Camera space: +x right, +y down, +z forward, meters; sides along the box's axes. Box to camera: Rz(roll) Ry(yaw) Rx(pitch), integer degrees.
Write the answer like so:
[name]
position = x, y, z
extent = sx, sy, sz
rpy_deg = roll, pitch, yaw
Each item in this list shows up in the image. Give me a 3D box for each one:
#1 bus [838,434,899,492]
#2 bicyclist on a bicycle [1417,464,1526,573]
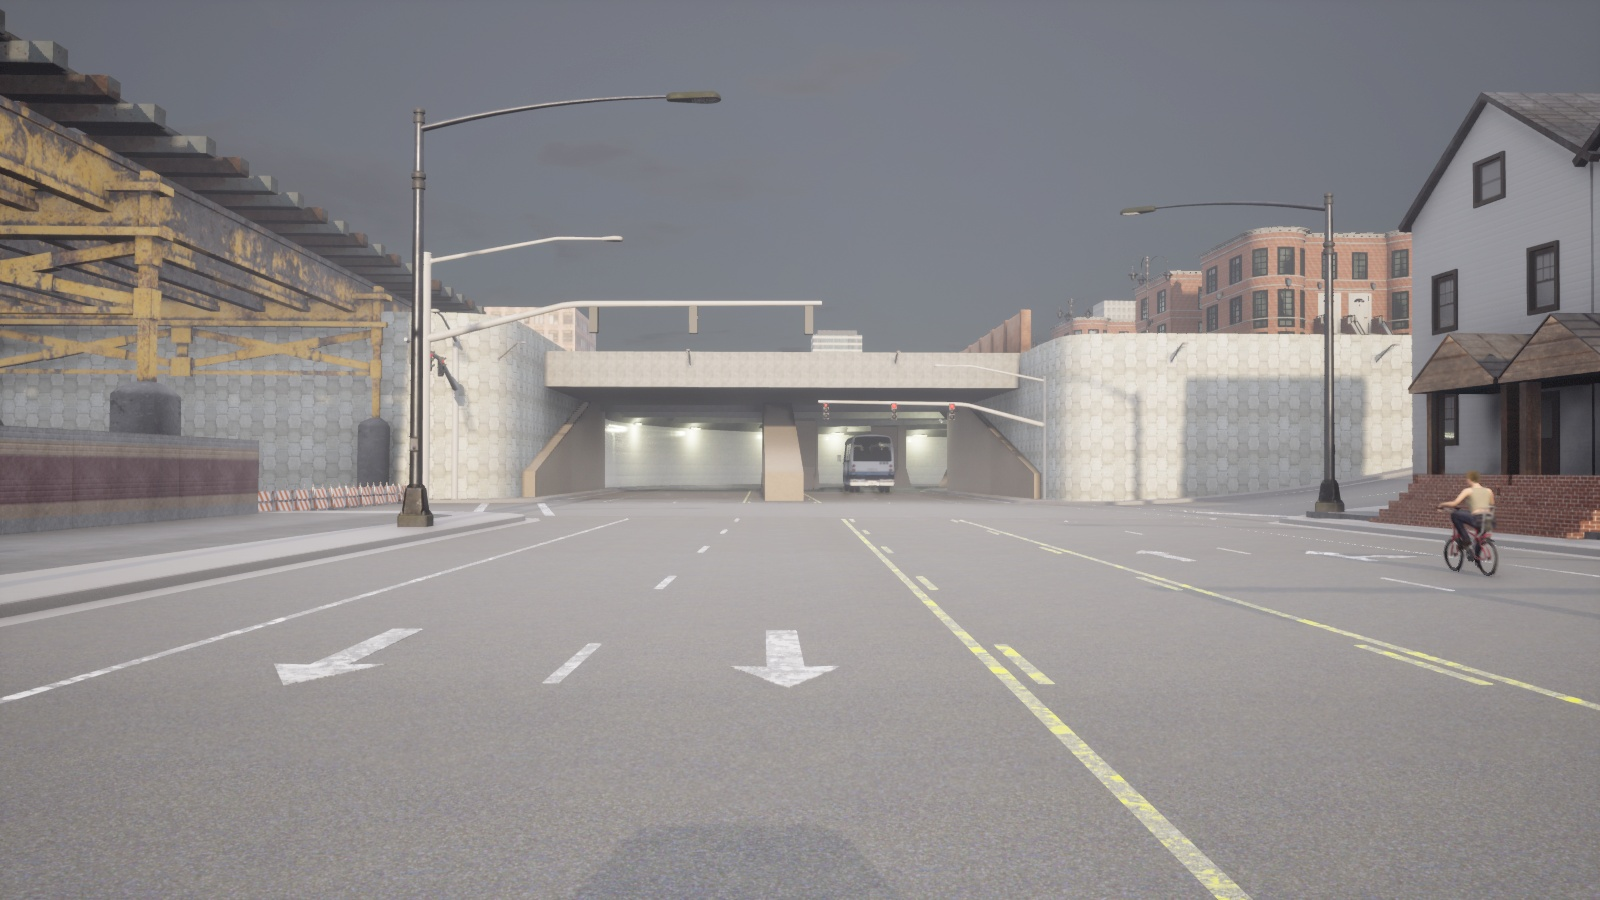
[bus]
position = 5.132, 1.034, 96.509
extent = 3.944, 4.253, 10.273
rpy_deg = 0, -1, -1
[bicyclist on a bicycle]
position = 10.388, 1.036, 19.482
extent = 0.866, 1.612, 1.509
rpy_deg = 0, -1, 0
